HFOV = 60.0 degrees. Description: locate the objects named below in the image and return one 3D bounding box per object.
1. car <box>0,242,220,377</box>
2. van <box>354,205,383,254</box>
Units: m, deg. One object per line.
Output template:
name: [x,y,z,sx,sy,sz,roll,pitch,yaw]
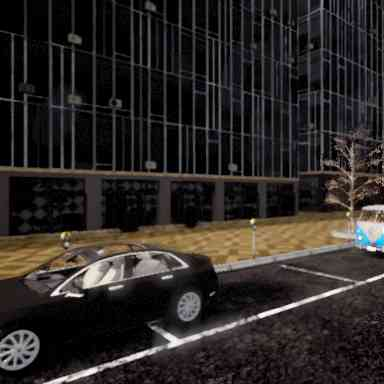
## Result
car: [-1.525,1.568,5.489,4.403,1.369,2.008,0,0,-37]
van: [7.624,1.353,12.264,3.998,1.788,1.690,0,0,-37]
